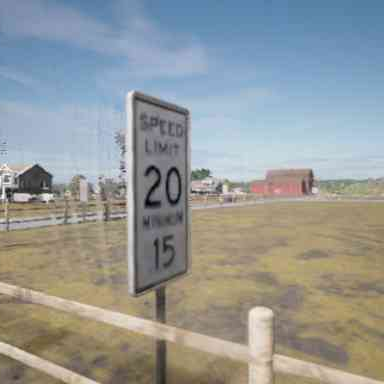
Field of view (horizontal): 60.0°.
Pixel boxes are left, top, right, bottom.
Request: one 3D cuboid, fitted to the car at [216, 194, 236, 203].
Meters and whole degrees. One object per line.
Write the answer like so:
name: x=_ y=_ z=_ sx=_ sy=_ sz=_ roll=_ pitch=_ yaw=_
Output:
car: x=5.605 y=1.075 z=53.770 sx=1.812 sy=1.442 sz=4.674 roll=1 pitch=1 yaw=31
